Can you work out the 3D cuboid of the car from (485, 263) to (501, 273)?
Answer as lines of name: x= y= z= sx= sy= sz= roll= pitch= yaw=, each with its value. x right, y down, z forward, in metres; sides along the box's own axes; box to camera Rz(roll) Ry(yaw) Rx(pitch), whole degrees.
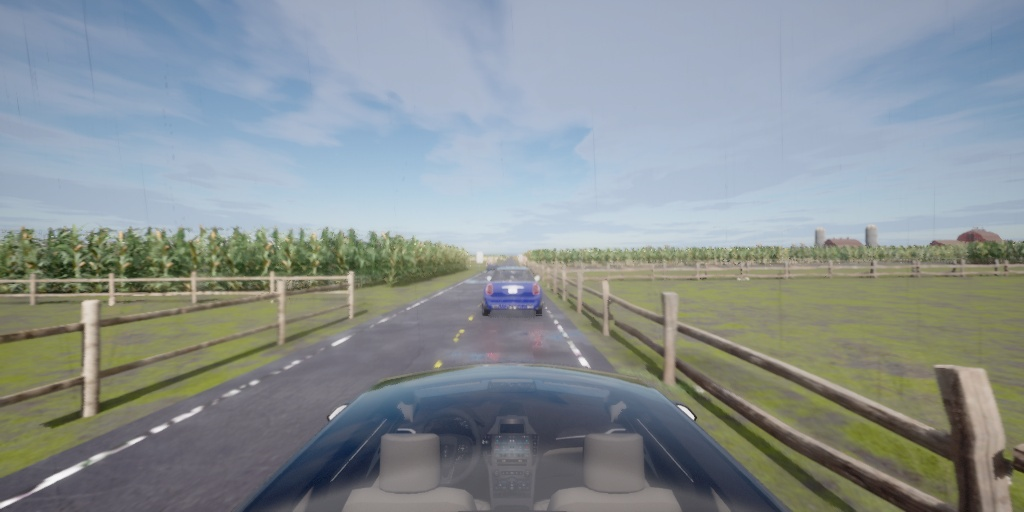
car: x=-2.786 y=1.712 z=53.476 sx=1.994 sy=1.385 sz=4.181 roll=0 pitch=-1 yaw=1

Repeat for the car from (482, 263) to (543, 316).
car: x=0.049 y=1.202 z=14.117 sx=2.097 sy=1.767 sz=4.553 roll=0 pitch=-1 yaw=1
